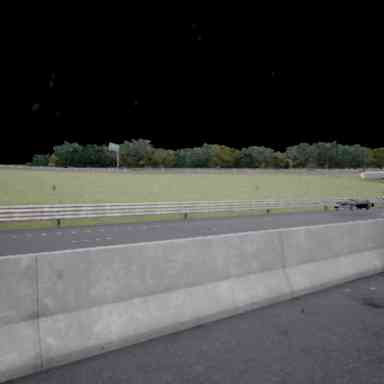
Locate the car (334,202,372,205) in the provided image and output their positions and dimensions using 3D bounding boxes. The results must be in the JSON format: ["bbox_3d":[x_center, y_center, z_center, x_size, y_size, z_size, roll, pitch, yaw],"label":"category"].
[{"bbox_3d":[15.718,1.169,32.378,4.718,1.301,1.895,0,0,-36],"label":"car"}]
